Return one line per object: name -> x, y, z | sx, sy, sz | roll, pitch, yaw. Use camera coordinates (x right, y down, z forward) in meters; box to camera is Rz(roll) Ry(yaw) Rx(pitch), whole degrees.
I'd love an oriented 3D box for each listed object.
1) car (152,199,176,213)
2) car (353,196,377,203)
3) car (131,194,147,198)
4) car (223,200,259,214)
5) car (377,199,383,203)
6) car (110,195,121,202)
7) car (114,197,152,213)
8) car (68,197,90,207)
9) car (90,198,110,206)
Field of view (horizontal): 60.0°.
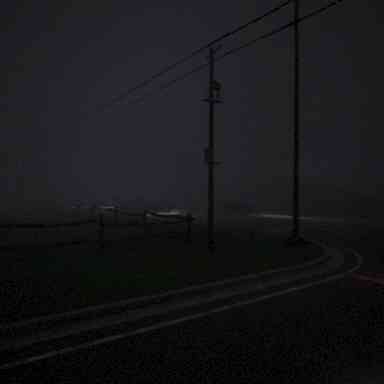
car -> -4.196, 1.724, 40.112 | 1.994, 1.385, 4.181 | 1, 0, -36
car -> 39.884, 1.831, 76.581 | 2.150, 2.045, 5.566 | 0, 0, -21
car -> -9.028, 1.442, 58.737 | 2.150, 2.045, 5.566 | 1, -1, -36
car -> 5.621, 1.705, 38.533 | 2.128, 1.511, 4.902 | 1, 0, -36
car -> 44.432, 2.046, 73.747 | 1.882, 1.535, 5.008 | 0, 0, -18
car -> -13.345, 1.305, 58.753 | 1.837, 1.490, 4.892 | 1, 0, -36
car -> -6.792, 1.659, 37.732 | 1.812, 1.442, 4.674 | 1, 0, -36
car -> -18.962, 1.664, 54.569 | 1.837, 1.490, 4.892 | 1, -1, -36
car -> -16.158, 1.776, 56.663 | 1.895, 1.301, 4.718 | 1, 0, -36
